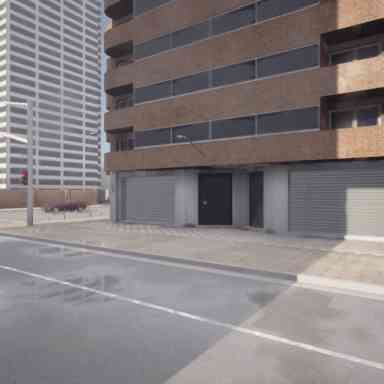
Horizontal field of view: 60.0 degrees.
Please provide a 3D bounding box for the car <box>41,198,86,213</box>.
[{"bbox_3d":[-14.164,1.477,36.945,1.882,1.535,5.008,0,0,35],"label":"car"}]
